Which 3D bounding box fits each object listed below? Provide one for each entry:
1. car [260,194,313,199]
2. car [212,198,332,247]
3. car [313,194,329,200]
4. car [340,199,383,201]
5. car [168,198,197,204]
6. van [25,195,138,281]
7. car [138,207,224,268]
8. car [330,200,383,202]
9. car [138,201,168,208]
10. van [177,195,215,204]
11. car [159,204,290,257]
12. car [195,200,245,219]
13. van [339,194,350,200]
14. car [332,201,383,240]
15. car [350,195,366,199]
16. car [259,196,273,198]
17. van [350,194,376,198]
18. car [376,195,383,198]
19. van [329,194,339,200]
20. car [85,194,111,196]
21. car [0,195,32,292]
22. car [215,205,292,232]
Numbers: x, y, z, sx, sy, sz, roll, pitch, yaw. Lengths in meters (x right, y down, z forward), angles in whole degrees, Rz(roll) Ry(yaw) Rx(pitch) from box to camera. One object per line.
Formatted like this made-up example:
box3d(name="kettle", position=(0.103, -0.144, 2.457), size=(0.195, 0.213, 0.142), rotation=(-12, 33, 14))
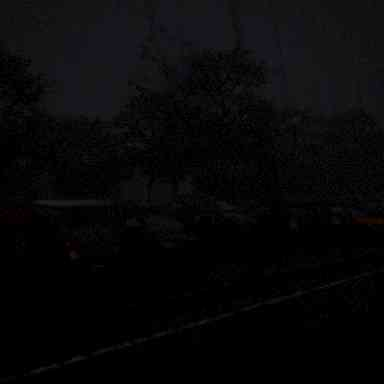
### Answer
box3d(name="car", position=(9.320, 1.201, 34.894), size=(2.435, 2.045, 5.566), rotation=(0, 0, -35))
box3d(name="car", position=(3.270, 1.311, 14.521), size=(2.185, 1.767, 4.553), rotation=(0, 0, -35))
box3d(name="car", position=(11.576, 1.203, 36.501), size=(2.435, 2.045, 5.566), rotation=(0, 0, -35))
box3d(name="car", position=(12.292, 1.449, 20.995), size=(2.231, 1.521, 4.892), rotation=(0, 0, -35))
box3d(name="car", position=(-1.977, 1.478, 26.878), size=(2.002, 1.452, 4.674), rotation=(0, 0, -35))
box3d(name="van", position=(-3.464, 1.203, 9.619), size=(1.878, 1.987, 4.442), rotation=(0, 0, -35))
box3d(name="car", position=(-1.273, 1.471, 11.327), size=(2.002, 1.452, 4.674), rotation=(0, 0, -35))
box3d(name="car", position=(10.038, 1.446, 19.373), size=(2.231, 1.521, 4.892), rotation=(0, 0, -35))
box3d(name="car", position=(-4.232, 1.435, 25.268), size=(2.097, 1.535, 5.008), rotation=(0, 0, -35))
box3d(name="van", position=(0.108, 1.215, 28.509), size=(1.878, 1.987, 4.442), rotation=(0, 0, -35))
box3d(name="car", position=(0.993, 1.434, 12.931), size=(2.097, 1.535, 5.008), rotation=(0, 0, -35))
box3d(name="car", position=(2.430, 1.484, 30.024), size=(2.002, 1.452, 4.674), rotation=(0, 0, -35))
box3d(name="van", position=(16.004, 1.234, 39.833), size=(1.878, 1.987, 4.442), rotation=(0, 0, -35))
box3d(name="car", position=(7.881, 1.439, 17.617), size=(1.946, 1.575, 5.366), rotation=(0, 0, -35))
box3d(name="car", position=(18.324, 1.463, 41.350), size=(2.097, 1.535, 5.008), rotation=(0, 0, -35))
box3d(name="car", position=(4.793, 1.446, 31.697), size=(2.097, 1.535, 5.008), rotation=(0, 0, -35))
box3d(name="van", position=(20.659, 1.243, 42.874), size=(1.878, 1.987, 4.442), rotation=(0, 0, -36))
box3d(name="car", position=(22.821, 1.507, 44.582), size=(2.163, 1.488, 4.792), rotation=(0, 0, -35))
box3d(name="van", position=(13.883, 1.232, 38.036), size=(1.878, 1.987, 4.442), rotation=(0, 0, -35))
box3d(name="car", position=(-6.576, 1.181, 23.570), size=(2.435, 2.045, 5.566), rotation=(0, 0, -35))
box3d(name="car", position=(-5.810, 1.174, 8.126), size=(2.435, 2.045, 5.566), rotation=(0, 0, -35))
box3d(name="car", position=(3.854, 1.549, 20.368), size=(4.718, 1.301, 1.895), rotation=(1, 0, -36))
